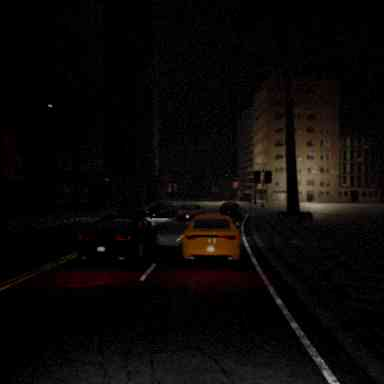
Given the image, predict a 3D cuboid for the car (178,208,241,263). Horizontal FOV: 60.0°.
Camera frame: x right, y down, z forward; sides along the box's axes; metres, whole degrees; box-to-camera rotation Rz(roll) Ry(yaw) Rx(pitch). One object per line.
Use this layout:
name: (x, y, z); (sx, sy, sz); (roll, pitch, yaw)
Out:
car: (0.762, 1.569, 12.398); (1.882, 1.535, 5.008); (0, 0, 5)

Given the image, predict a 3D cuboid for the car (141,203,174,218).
car: (-2.981, 1.779, 33.325); (2.033, 1.411, 5.357); (0, 0, 11)

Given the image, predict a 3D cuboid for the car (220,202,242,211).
car: (3.903, 1.728, 33.396); (1.882, 1.535, 5.008); (0, 0, 11)

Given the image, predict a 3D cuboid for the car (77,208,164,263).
car: (-2.501, 1.563, 12.359); (1.882, 1.535, 5.008); (0, 0, 5)

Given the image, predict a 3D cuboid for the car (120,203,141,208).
car: (-6.204, 1.791, 33.818); (1.994, 1.385, 4.181); (0, 0, 11)

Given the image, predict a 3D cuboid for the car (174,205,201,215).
car: (0.044, 1.822, 30.637); (1.895, 1.301, 4.718); (0, 0, 11)
